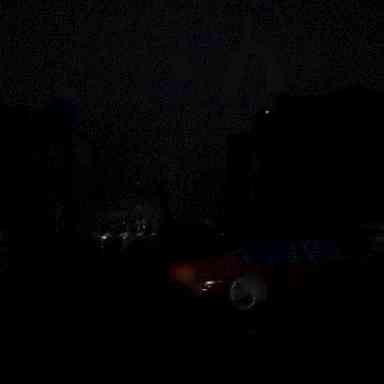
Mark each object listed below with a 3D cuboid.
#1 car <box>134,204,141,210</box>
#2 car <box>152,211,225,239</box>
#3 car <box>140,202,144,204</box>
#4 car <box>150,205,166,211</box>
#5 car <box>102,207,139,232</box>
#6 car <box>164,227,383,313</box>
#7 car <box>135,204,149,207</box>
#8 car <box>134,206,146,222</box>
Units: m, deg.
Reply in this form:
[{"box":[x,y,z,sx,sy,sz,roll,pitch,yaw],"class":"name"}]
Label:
[{"box":[-14.327,3.939,87.546,1.752,1.417,4.829,1,-2,-6],"class":"car"},{"box":[-0.093,2.114,19.671,4.674,1.442,1.812,0,0,39],"class":"car"},{"box":[-14.090,3.910,85.586,2.008,1.369,4.403,1,-2,-6],"class":"car"},{"box":[-4.043,2.677,41.733,2.033,1.411,5.357,0,-1,-6],"class":"car"},{"box":[-5.683,2.227,26.080,1.882,1.535,5.008,-1,-1,-1],"class":"car"},{"box":[2.181,1.574,7.249,5.357,1.411,2.033,-1,-3,-6],"class":"car"},{"box":[-7.658,2.862,48.519,1.812,1.442,4.674,0,-1,-6],"class":"car"},{"box":[-6.586,2.618,37.775,1.994,1.385,4.181,0,-2,-6],"class":"car"}]
